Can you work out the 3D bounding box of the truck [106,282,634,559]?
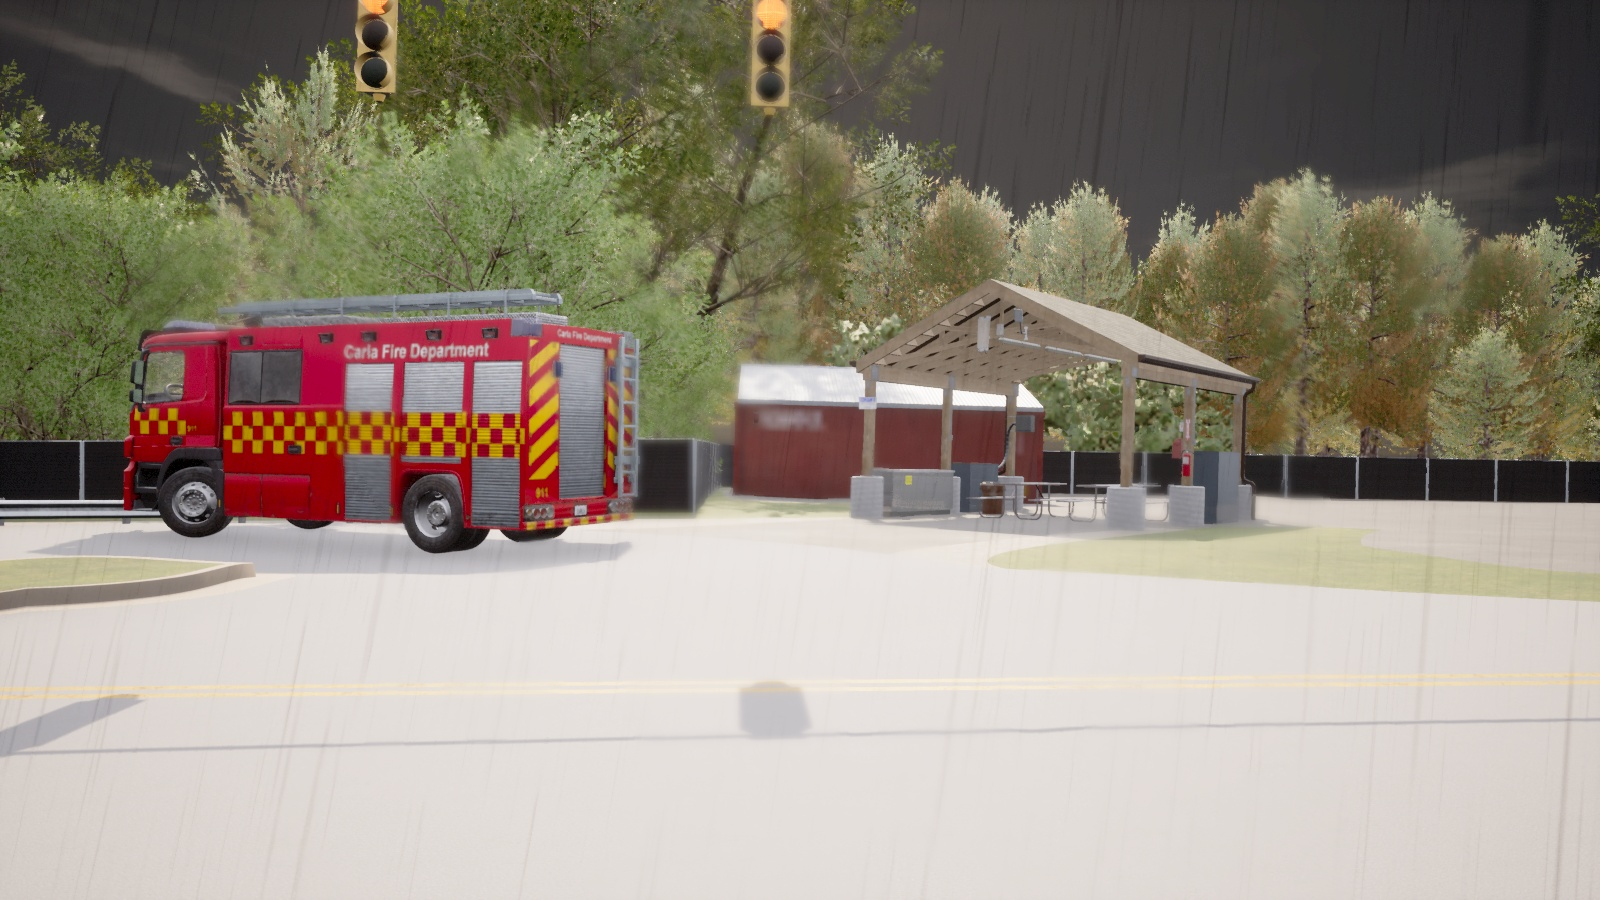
[{"bbox_3d":[-7.109,-0.474,20.463,8.468,3.827,2.891,1,1,25],"label":"truck"}]
